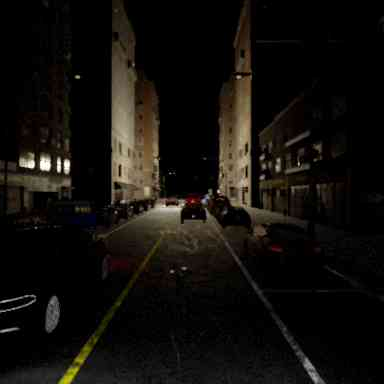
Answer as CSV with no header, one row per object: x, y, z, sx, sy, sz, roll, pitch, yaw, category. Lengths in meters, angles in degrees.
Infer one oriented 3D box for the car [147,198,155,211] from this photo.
-5.838,1.558,38.706,1.947,1.339,4.313,1,0,0,car

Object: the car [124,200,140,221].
-5.841,1.546,27.360,2.008,1.369,4.403,1,0,0,car

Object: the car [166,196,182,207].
-2.983,1.645,51.014,1.895,1.301,4.718,0,0,0,car

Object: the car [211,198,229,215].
2.685,1.520,27.522,1.752,1.417,4.829,1,0,0,car

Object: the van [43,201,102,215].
-5.843,1.338,16.014,1.690,1.788,3.998,1,0,0,van

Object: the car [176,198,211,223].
0.108,1.486,25.577,2.128,1.511,4.902,0,0,0,car

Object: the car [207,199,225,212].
2.688,1.575,38.699,1.802,1.307,4.206,1,0,0,car

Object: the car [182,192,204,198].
0.114,1.212,44.410,2.150,2.045,5.566,0,0,0,car

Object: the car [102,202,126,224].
-5.843,1.578,21.687,1.802,1.307,4.206,1,0,0,car

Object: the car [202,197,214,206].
2.694,1.512,55.890,1.752,1.417,4.829,1,0,0,car

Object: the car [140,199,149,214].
-5.840,1.560,33.033,1.947,1.339,4.313,1,0,0,car

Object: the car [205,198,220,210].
2.691,1.516,44.543,1.752,1.417,4.829,1,0,0,car

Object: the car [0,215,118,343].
-3.098,1.476,6.808,1.882,1.535,5.008,0,0,0,car

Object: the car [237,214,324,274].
2.679,1.580,10.332,1.802,1.307,4.206,1,0,0,car

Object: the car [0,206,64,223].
-5.845,1.438,10.341,1.967,1.590,4.097,1,0,0,car

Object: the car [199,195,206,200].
3.020,1.536,93.383,1.947,1.339,4.313,1,0,1,car

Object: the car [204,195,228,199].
2.688,1.309,33.026,2.192,1.841,5.009,1,0,0,car

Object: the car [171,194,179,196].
-5.505,1.553,93.491,1.802,1.307,4.206,1,0,1,car

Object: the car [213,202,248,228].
2.682,1.562,21.679,1.947,1.339,4.313,1,0,0,car
